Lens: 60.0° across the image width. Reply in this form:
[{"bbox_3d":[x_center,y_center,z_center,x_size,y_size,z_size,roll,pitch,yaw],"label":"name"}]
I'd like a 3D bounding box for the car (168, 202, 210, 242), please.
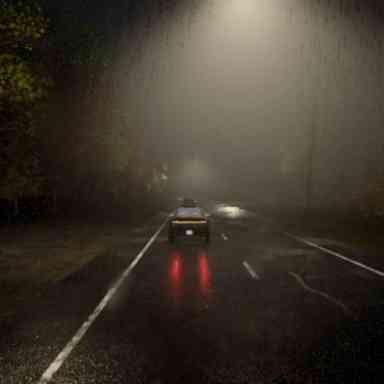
[{"bbox_3d":[-0.129,1.489,16.328,2.128,1.511,4.902,0,0,-1],"label":"car"}]

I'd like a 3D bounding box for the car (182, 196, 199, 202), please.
[{"bbox_3d":[-0.384,1.545,44.211,1.994,1.385,4.181,0,0,-1],"label":"car"}]

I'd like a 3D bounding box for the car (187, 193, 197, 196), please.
[{"bbox_3d":[-0.577,1.453,65.726,2.128,1.511,4.902,0,0,-1],"label":"car"}]
